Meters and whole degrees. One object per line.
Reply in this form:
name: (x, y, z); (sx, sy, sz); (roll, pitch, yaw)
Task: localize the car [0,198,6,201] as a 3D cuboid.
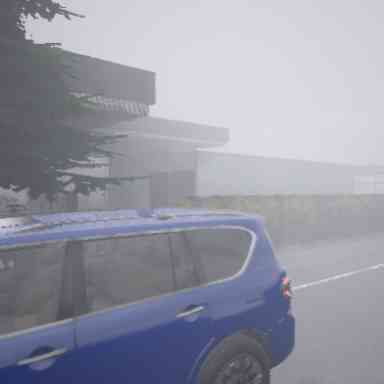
car: (-25.856, 1.413, 47.058); (1.970, 1.475, 3.806); (0, 0, -36)

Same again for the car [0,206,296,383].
car: (-1.438, 1.225, 2.963); (5.566, 2.045, 2.150); (0, 0, -36)

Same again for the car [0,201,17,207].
car: (-9.236, 1.499, 17.841); (4.611, 1.667, 2.242); (0, 0, -36)

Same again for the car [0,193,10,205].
car: (-30.900, 1.159, 53.874); (1.932, 1.855, 4.605); (0, 0, -36)
